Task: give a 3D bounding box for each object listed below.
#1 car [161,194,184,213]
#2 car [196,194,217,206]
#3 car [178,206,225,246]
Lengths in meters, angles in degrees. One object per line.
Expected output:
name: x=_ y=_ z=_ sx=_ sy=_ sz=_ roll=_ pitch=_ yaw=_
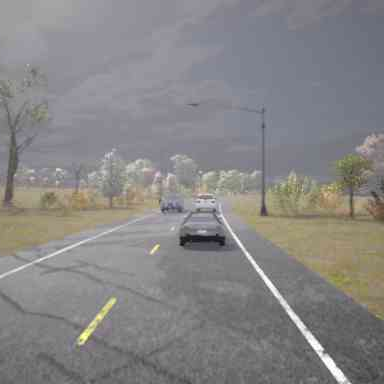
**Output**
car: x=-2.107 y=1.239 z=37.416 sx=2.150 sy=2.045 sz=5.566 roll=0 pitch=0 yaw=4
car: x=1.677 y=1.240 z=38.687 sx=2.150 sy=2.045 sz=5.566 roll=0 pitch=0 yaw=4
car: x=0.484 y=1.572 z=15.453 sx=1.994 sy=1.385 sz=4.181 roll=0 pitch=0 yaw=2
